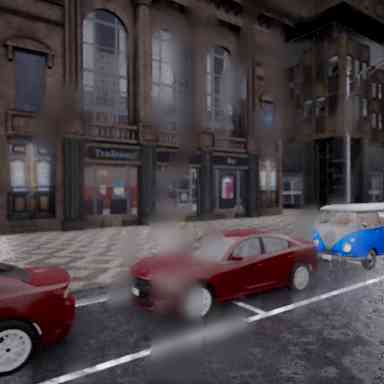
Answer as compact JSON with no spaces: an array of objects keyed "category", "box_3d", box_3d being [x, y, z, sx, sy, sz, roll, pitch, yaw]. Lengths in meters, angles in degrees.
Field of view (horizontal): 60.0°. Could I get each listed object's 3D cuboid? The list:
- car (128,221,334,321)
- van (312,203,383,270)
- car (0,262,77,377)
[{"category":"car","box_3d":[0.847,1.504,7.191,4.507,1.381,1.887,-1,0,-35]},{"category":"van","box_3d":[5.454,1.253,10.404,3.998,1.788,1.690,-1,0,-35]},{"category":"car","box_3d":[-3.761,1.553,3.978,4.507,1.381,1.887,-1,0,-35]}]
